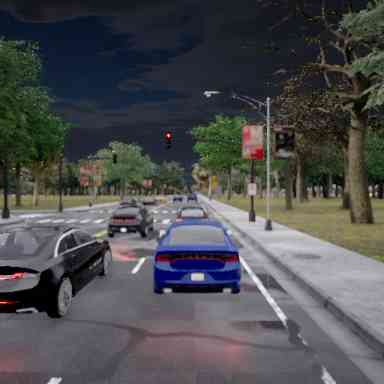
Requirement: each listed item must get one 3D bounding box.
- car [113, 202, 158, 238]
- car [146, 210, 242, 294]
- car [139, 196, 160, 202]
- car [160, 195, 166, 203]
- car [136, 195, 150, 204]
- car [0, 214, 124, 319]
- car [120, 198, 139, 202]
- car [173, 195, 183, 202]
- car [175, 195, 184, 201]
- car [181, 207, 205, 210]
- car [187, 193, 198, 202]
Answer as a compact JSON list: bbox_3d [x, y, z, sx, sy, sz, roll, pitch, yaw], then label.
[{"bbox_3d":[-3.139,1.493,17.681,1.837,1.490,4.892,0,0,0],"label":"car"},{"bbox_3d":[0.108,1.471,8.824,1.882,1.535,5.008,0,0,0],"label":"car"},{"bbox_3d":[-6.551,1.455,51.637,1.882,1.535,5.008,0,0,0],"label":"car"},{"bbox_3d":[-6.451,1.462,69.045,1.882,1.535,5.008,0,0,0],"label":"car"},{"bbox_3d":[-9.719,1.477,66.728,2.128,1.511,4.902,0,0,0],"label":"car"},{"bbox_3d":[-3.151,1.487,7.312,2.128,1.511,4.902,0,0,0],"label":"car"},{"bbox_3d":[-9.800,1.541,51.307,1.994,1.385,4.181,0,0,1],"label":"car"},{"bbox_3d":[-3.197,1.463,73.734,1.882,1.535,5.008,0,0,0],"label":"car"},{"bbox_3d":[-3.189,1.411,84.150,2.033,1.411,5.357,0,0,0],"label":"car"},{"bbox_3d":[0.031,1.514,18.023,1.812,1.442,4.674,0,0,1],"label":"car"},{"bbox_3d":[0.053,1.211,73.762,2.150,2.045,5.566,0,0,0],"label":"car"}]
